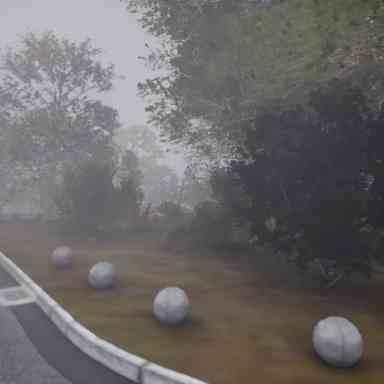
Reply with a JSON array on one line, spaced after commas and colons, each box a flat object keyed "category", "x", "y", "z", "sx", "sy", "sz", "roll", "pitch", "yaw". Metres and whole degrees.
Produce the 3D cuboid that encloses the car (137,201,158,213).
[{"category": "car", "x": -7.087, "y": 2.263, "z": 47.164, "sx": 5.566, "sy": 2.045, "sz": 2.150, "roll": 1, "pitch": -2, "yaw": -38}]
